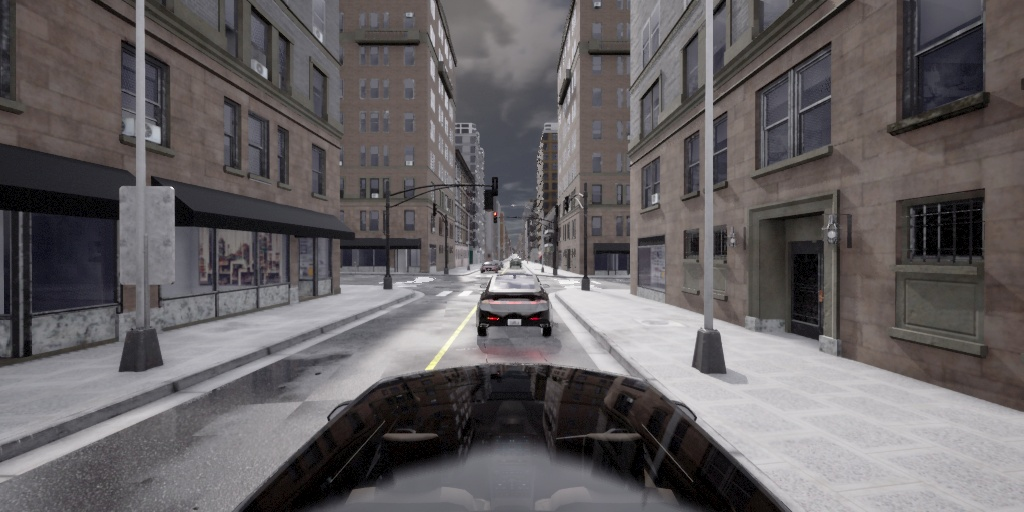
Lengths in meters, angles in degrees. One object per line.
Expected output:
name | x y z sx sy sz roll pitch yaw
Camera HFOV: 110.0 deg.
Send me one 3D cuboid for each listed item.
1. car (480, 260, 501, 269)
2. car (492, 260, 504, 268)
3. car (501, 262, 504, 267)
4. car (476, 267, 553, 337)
car | -2.713 1.372 43.967 1.994 1.385 4.181 0 0 1
car | -2.491 1.451 64.036 1.895 1.301 4.718 0 0 1
car | -2.617 1.334 53.919 1.837 1.490 4.892 0 0 0
car | 0.075 1.243 10.311 2.128 1.511 4.902 0 0 1
